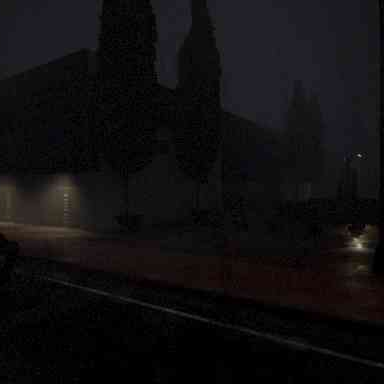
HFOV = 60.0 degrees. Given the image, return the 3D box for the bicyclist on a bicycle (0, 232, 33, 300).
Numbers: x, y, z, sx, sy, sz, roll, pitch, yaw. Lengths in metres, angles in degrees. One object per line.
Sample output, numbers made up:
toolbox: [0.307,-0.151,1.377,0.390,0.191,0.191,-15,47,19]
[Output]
bicyclist on a bicycle: [-4.086,1.445,6.873,0.582,1.620,1.656,0,2,35]
